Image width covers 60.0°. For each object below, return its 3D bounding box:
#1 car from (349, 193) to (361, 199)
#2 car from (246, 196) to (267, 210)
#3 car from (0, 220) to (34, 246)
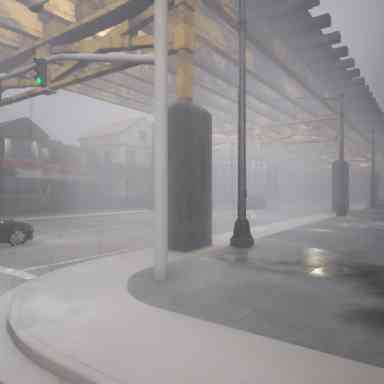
[{"bbox_3d":[38.007,0.998,79.229,2.033,1.411,5.357,0,1,35],"label":"car"},{"bbox_3d":[7.937,1.306,42.837,2.097,1.767,4.553,0,0,36],"label":"car"},{"bbox_3d":[-8.753,1.500,13.027,1.837,1.490,4.892,0,0,35],"label":"car"}]
